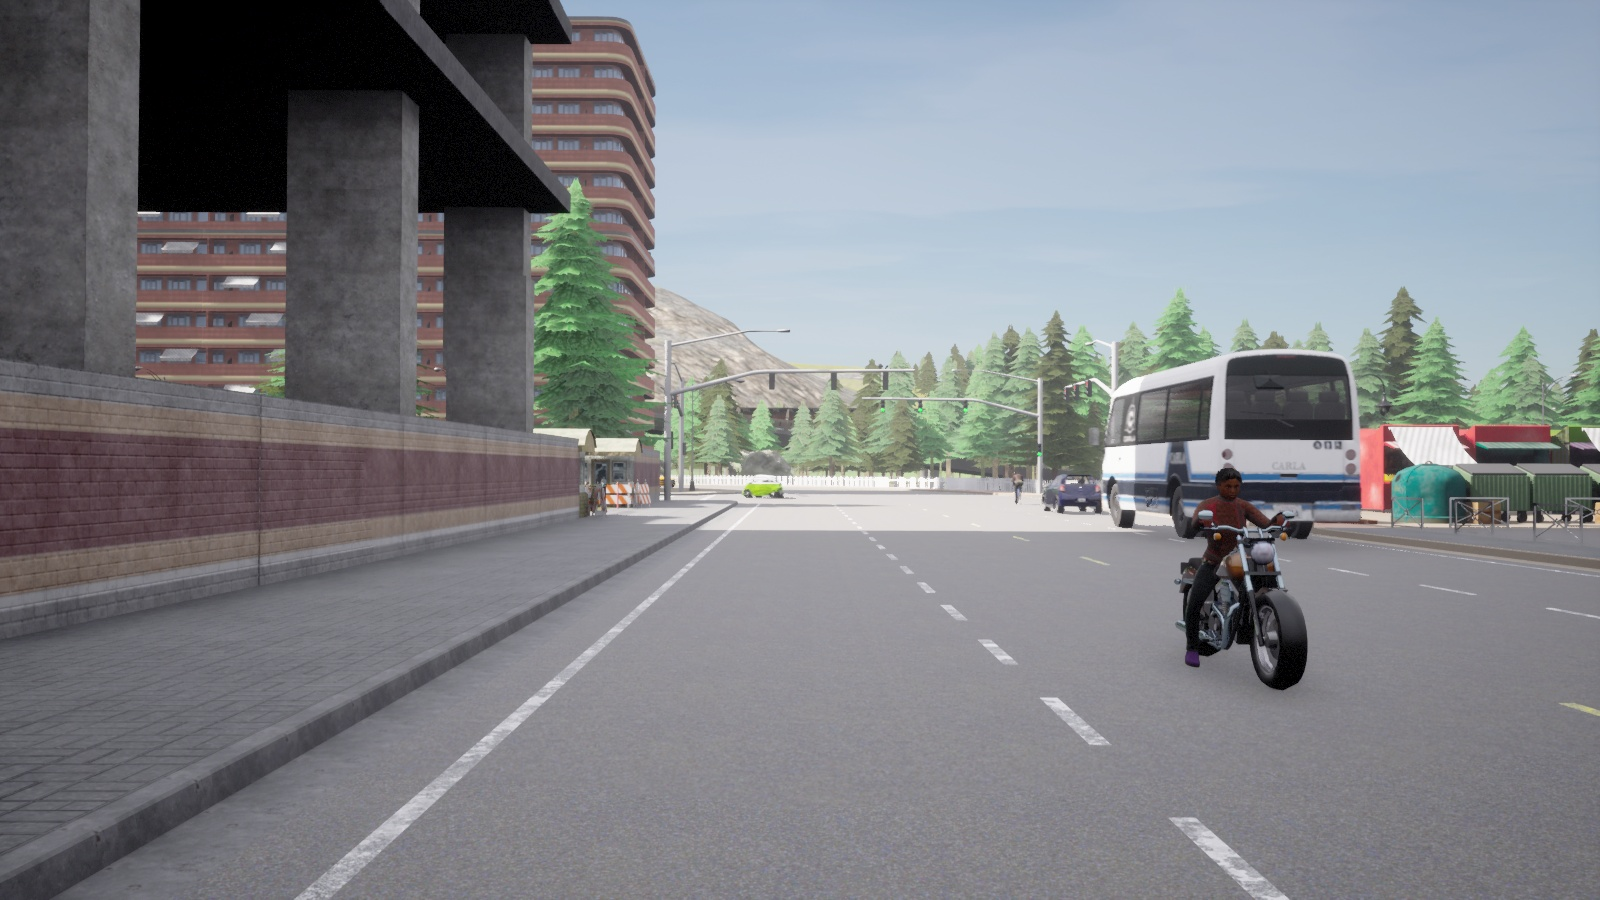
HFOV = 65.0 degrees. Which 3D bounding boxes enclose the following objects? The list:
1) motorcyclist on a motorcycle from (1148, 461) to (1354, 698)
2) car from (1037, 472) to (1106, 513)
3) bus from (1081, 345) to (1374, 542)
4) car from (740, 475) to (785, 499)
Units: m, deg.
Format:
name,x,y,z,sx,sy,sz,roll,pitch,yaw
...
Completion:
name,x,y,z,sx,sy,sz,roll,pitch,yaw
motorcyclist on a motorcycle,3.475,0.918,9.942,0.766,1.649,2.350,0,-1,0
car,10.380,1.594,48.166,1.845,1.501,3.633,0,-1,0
bus,10.439,-0.060,32.441,3.944,4.253,10.273,0,-1,-1
car,-2.160,2.125,72.503,2.207,1.376,1.481,0,-1,25
